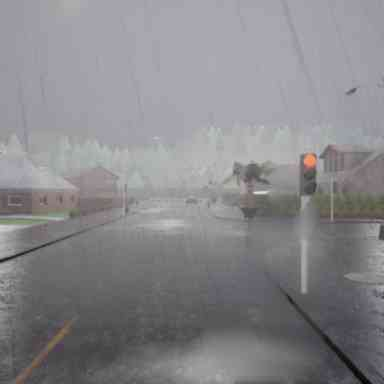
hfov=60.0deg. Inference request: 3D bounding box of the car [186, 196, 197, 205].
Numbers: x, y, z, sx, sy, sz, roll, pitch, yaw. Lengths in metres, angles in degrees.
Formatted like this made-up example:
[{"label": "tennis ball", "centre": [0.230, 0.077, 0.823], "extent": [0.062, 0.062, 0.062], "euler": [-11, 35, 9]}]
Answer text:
[{"label": "car", "centre": [-0.100, 1.543, 61.345], "extent": [1.837, 1.490, 4.892], "euler": [0, 0, 0]}]
